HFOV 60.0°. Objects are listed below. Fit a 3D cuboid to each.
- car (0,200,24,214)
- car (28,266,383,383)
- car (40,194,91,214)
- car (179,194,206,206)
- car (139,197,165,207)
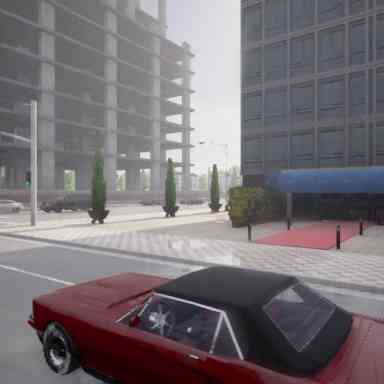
[{"bbox_3d":[-19.738,1.526,34.018,1.812,1.442,4.674,0,0,36],"label":"car"},{"bbox_3d":[0.117,1.601,3.903,4.718,1.301,1.895,0,0,35],"label":"car"},{"bbox_3d":[-13.662,1.219,36.469,2.150,2.045,5.566,0,0,36],"label":"car"},{"bbox_3d":[-0.223,1.506,55.087,1.837,1.490,4.892,0,-1,36],"label":"car"},{"bbox_3d":[-6.009,1.547,53.076,2.033,1.411,5.357,0,0,36],"label":"car"}]
